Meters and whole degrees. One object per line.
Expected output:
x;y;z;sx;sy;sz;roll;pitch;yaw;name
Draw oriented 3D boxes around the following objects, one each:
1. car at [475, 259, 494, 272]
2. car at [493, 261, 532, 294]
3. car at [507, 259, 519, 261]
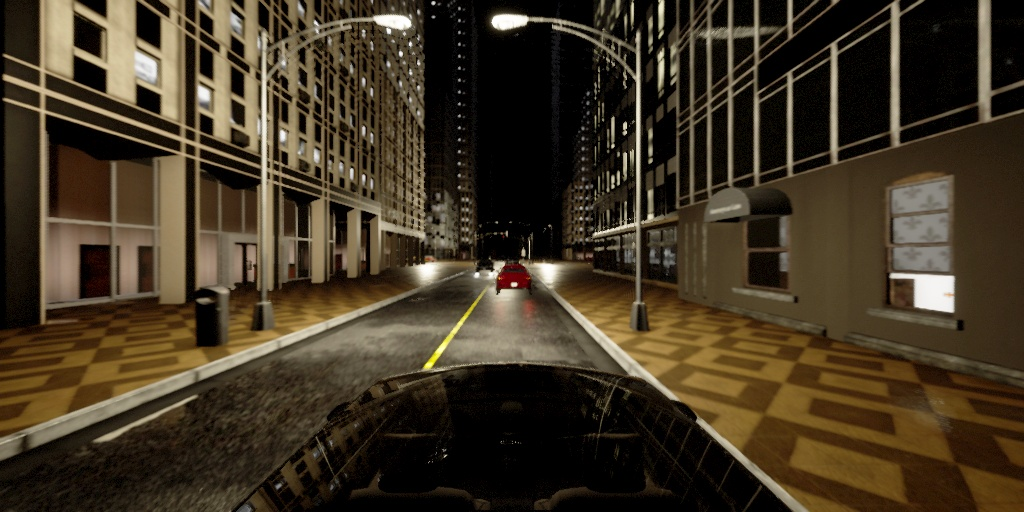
-3.004;1.095;40.901;1.812;1.442;4.674;0;0;0;car
0.101;1.191;19.312;1.812;1.442;4.674;0;0;0;car
0.097;1.057;39.573;2.128;1.511;4.902;0;0;0;car
